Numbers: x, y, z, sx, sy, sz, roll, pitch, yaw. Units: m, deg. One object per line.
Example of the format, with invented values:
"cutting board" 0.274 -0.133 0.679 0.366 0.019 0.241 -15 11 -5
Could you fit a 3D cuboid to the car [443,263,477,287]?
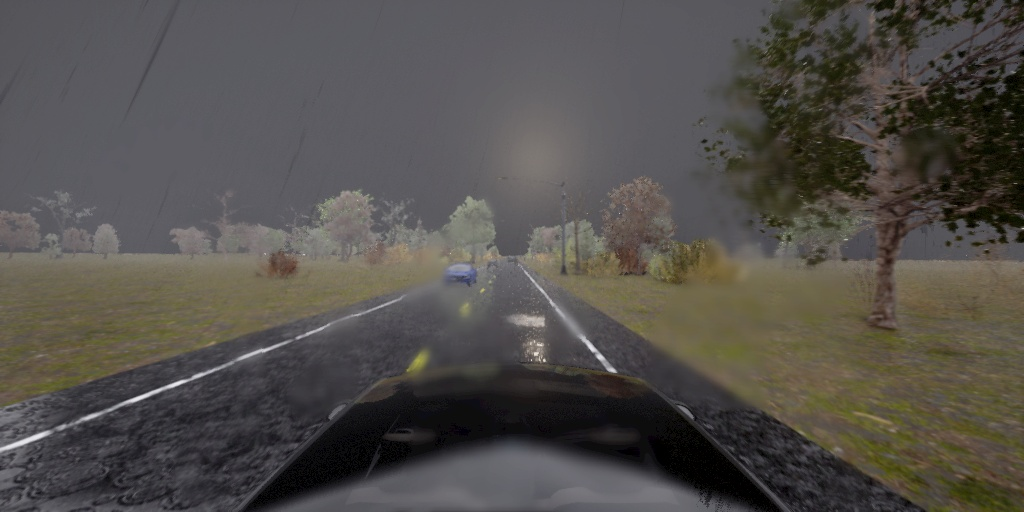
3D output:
"car" -3.594 1.267 25.414 1.882 1.535 5.008 0 0 0
